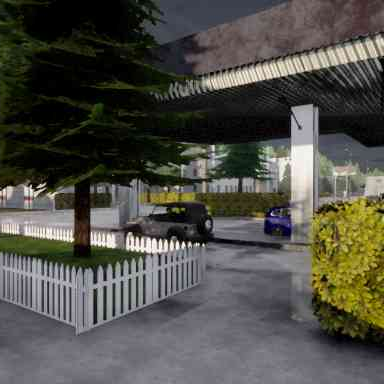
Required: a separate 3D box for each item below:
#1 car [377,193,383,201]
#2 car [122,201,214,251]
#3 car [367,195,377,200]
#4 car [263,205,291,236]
[{"bbox_3d":[25.773,1.077,43.521,1.905,1.878,3.866,0,0,35],"label":"car"},{"bbox_3d":[-0.981,1.313,13.836,3.866,1.878,1.905,0,0,35],"label":"car"},{"bbox_3d":[33.036,1.298,60.262,2.007,1.523,4.514,0,0,35],"label":"car"},{"bbox_3d":[5.820,1.480,15.985,4.611,1.667,2.242,0,0,35],"label":"car"}]
